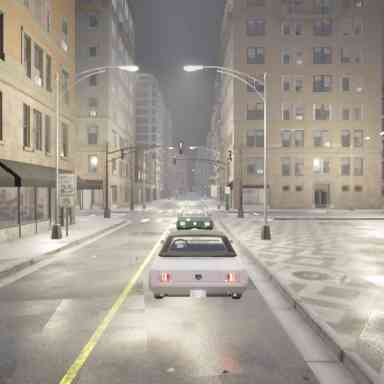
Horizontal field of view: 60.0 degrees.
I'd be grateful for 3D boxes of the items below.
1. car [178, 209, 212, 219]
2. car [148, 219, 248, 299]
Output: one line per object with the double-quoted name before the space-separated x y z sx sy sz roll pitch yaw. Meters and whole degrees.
"car" 0.146 1.600 18.625 1.895 1.301 4.718 0 0 0
"car" 0.121 1.601 8.390 1.895 1.301 4.718 0 0 0
